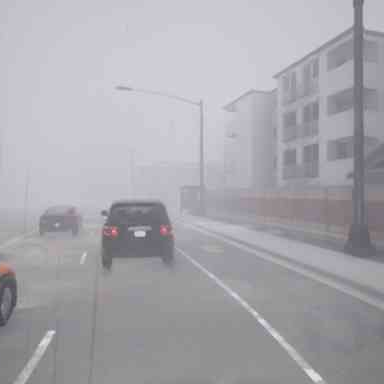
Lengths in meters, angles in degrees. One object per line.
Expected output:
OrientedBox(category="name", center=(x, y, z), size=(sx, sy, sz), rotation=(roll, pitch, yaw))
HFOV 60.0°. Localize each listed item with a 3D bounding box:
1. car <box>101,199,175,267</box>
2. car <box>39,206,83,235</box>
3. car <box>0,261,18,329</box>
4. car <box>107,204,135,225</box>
OrientedBox(category="car", center=(-2.008, 1.248, 11.794), size=(2.150, 2.045, 5.566), rotation=(0, 0, -12))
OrientedBox(category="car", center=(-7.460, 1.523, 19.244), size=(1.882, 1.535, 5.008), rotation=(0, 0, -14))
OrientedBox(category="car", center=(-3.917, 1.368, 4.020), size=(2.097, 1.767, 4.553), rotation=(0, 0, -8))
OrientedBox(category="car", center=(-5.612, 1.656, 25.941), size=(1.895, 1.301, 4.718), rotation=(0, 0, -15))
